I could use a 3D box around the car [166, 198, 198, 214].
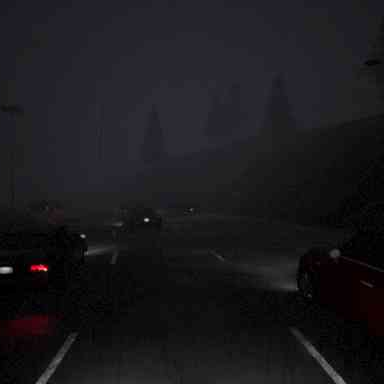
[{"bbox_3d":[-1.148,1.434,33.827,1.837,1.490,4.892,1,0,-28],"label":"car"}]

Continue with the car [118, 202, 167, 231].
[{"bbox_3d":[-3.188,1.546,20.629,1.994,1.385,4.181,0,0,-18],"label":"car"}]

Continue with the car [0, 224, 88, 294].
[{"bbox_3d":[-4.060,1.566,8.929,2.033,1.411,5.357,-1,0,-10],"label":"car"}]

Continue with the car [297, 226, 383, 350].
[{"bbox_3d":[3.356,1.306,5.183,2.097,1.767,4.553,-1,0,-4],"label":"car"}]

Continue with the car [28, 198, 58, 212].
[{"bbox_3d":[-18.028,1.590,39.655,1.837,1.490,4.892,1,-1,-40],"label":"car"}]

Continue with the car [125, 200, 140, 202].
[{"bbox_3d":[-6.575,1.542,36.280,1.994,1.385,4.181,0,0,-32],"label":"car"}]

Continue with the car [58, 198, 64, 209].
[{"bbox_3d":[-19.591,1.577,46.435,4.902,1.511,2.128,0,0,44],"label":"car"}]
